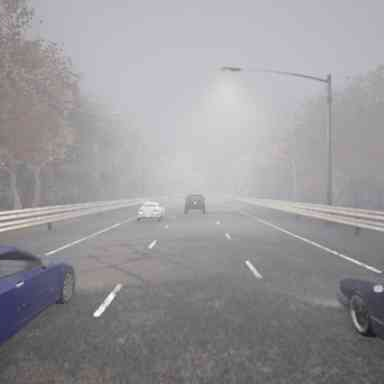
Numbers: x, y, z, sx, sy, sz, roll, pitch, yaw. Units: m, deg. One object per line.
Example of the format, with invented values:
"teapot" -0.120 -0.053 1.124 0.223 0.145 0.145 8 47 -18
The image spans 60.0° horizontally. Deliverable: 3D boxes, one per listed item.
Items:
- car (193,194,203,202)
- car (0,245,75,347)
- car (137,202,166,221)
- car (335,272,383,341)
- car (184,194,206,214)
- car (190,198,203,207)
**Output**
"car" 1.317 1.337 73.434 2.097 1.767 4.553 0 0 2
"car" -3.383 1.526 5.134 1.812 1.442 4.674 0 0 0
"car" -3.206 1.526 26.774 1.812 1.442 4.674 0 0 1
"car" 3.505 1.549 3.585 2.033 1.411 5.357 0 0 0
"car" 0.344 1.221 36.145 2.150 2.045 5.566 0 0 1
"car" 0.777 1.596 52.054 1.895 1.301 4.718 0 0 1
